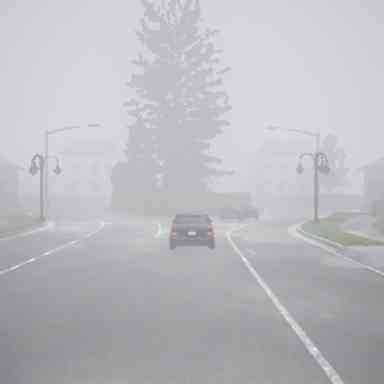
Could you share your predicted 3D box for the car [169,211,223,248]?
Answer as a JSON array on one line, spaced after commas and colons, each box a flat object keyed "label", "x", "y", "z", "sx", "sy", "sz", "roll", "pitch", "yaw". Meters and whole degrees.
[{"label": "car", "x": 0.000, "y": 1.560, "z": 14.650, "sx": 2.033, "sy": 1.411, "sz": 5.357, "roll": 0, "pitch": 0, "yaw": 0}]

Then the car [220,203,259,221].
[{"label": "car", "x": 3.994, "y": 1.570, "z": 27.718, "sx": 1.994, "sy": 1.385, "sz": 4.181, "roll": 0, "pitch": 0, "yaw": 35}]
